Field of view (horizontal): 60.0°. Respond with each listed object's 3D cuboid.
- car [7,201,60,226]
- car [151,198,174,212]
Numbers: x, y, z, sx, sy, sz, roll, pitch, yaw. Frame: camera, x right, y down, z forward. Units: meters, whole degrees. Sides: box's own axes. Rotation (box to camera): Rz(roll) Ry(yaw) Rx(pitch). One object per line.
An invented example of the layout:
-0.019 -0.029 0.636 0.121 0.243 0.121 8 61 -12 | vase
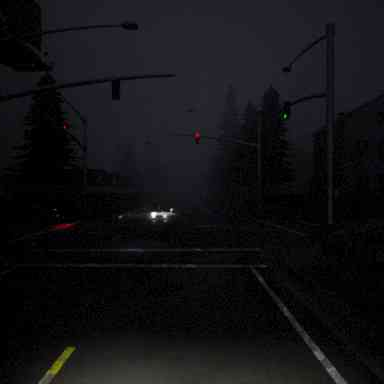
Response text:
-11.092 1.306 21.408 4.902 1.511 2.128 1 0 -1 | car
-3.517 1.545 38.000 1.994 1.385 4.181 0 0 0 | car
